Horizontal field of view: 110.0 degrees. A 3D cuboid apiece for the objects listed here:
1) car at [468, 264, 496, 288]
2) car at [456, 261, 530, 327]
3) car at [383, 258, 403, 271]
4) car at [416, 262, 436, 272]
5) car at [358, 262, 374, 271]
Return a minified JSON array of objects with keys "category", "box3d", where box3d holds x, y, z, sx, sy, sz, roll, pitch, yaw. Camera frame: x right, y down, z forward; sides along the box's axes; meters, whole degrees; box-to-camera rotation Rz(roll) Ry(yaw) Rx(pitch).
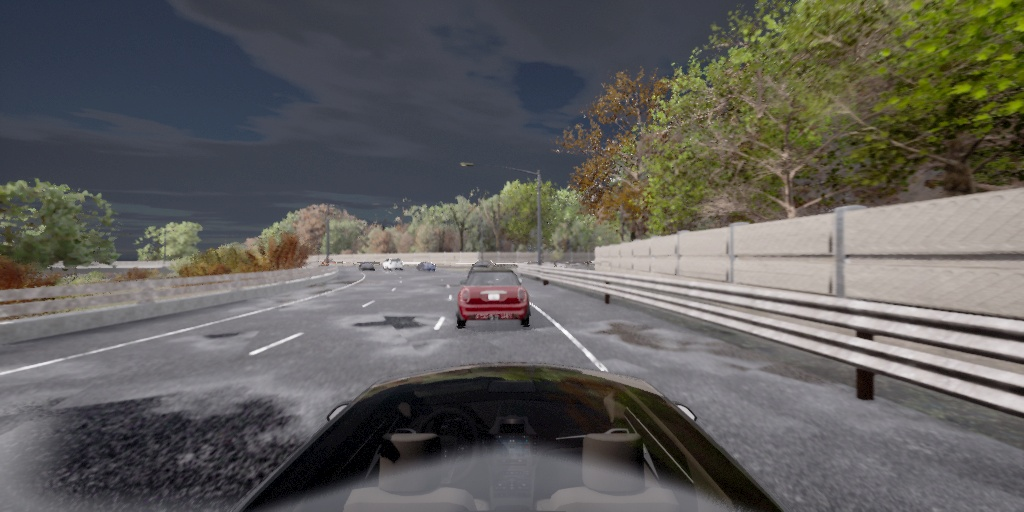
[{"category":"car","box3d":[-2.298,1.397,26.445,1.837,1.490,4.892,0,0,-7]},{"category":"car","box3d":[-0.671,1.159,11.966,2.097,1.767,4.553,0,0,-5]},{"category":"car","box3d":[-19.017,1.328,57.062,2.150,2.045,5.566,0,0,-30]},{"category":"car","box3d":[-12.812,1.615,53.099,2.033,1.411,5.357,0,0,-28]},{"category":"car","box3d":[-23.457,1.687,57.627,1.994,1.385,4.181,0,0,-31]}]
